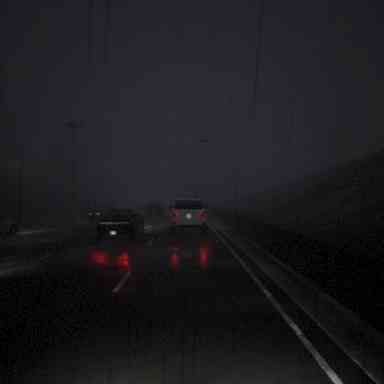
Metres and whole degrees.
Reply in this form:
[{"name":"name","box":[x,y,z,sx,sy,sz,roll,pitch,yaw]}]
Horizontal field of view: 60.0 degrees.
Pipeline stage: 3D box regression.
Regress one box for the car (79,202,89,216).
[{"name":"car","box":[-11.327,1.836,37.901,2.128,1.511,4.902,0,0,-2]}]

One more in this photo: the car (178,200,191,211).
[{"name":"car","box":[-1.190,1.959,49.177,1.812,1.442,4.674,0,0,-2]}]

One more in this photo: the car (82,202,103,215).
[{"name":"car","box":[-7.522,1.807,28.734,2.033,1.411,5.357,0,0,-2]}]

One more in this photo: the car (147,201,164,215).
[{"name":"car","box":[-4.365,1.826,39.191,1.882,1.535,5.008,0,0,-2]}]

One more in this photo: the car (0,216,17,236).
[{"name":"car","box":[-10.655,1.682,16.725,1.812,1.442,4.674,0,0,-2]}]

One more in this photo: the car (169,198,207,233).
[{"name":"car","box":[-0.269,1.410,21.139,2.150,2.045,5.566,0,0,-2]}]

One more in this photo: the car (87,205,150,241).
[{"name":"car","box":[-3.652,1.650,17.509,2.128,1.511,4.902,0,0,-2]}]
